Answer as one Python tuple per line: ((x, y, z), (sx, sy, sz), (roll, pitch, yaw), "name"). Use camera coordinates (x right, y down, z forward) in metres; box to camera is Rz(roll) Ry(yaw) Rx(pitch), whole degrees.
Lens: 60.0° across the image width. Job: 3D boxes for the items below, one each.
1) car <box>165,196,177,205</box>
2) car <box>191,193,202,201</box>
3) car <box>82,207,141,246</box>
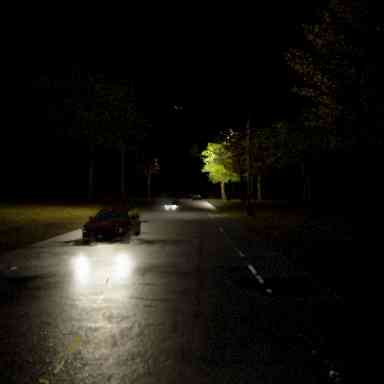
((-3.553, 1.447, 56.908), (2.128, 1.511, 4.902), (0, 0, 0), "car")
((1.240, 1.386, 79.213), (1.812, 1.442, 4.674), (0, 0, 0), "car")
((-3.598, 1.476, 15.589), (1.882, 1.535, 5.008), (0, 0, 0), "car")
